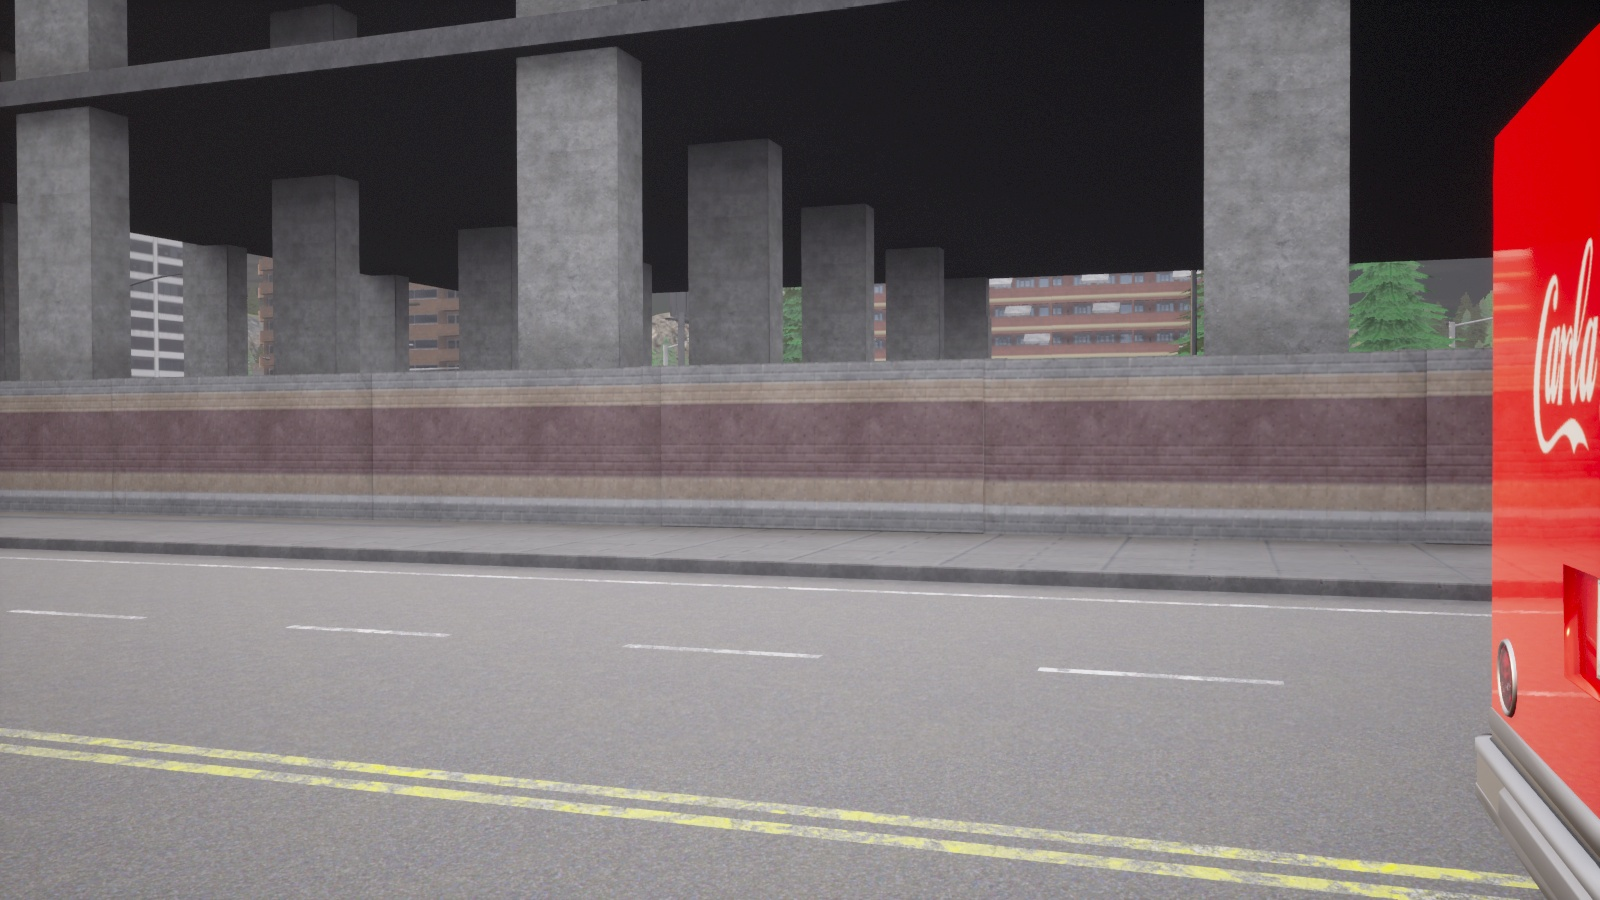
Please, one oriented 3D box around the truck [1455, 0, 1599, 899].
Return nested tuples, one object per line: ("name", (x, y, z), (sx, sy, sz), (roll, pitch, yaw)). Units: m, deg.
("truck", (4.085, 0.326, 1.809), (5.204, 2.467, 2.627), (1, 1, 19))
